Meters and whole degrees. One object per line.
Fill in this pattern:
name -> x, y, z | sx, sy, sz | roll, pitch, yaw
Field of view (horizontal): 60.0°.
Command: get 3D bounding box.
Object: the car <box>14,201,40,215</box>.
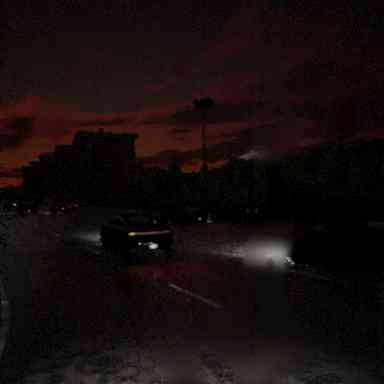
car -> -21.596, 2.111, 43.530 | 1.837, 1.490, 4.892 | -1, -1, -33

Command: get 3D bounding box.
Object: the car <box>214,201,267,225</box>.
car -> 3.354, 1.419, 24.768 | 2.097, 1.767, 4.553 | -1, 0, -33

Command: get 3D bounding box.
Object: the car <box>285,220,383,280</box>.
car -> 4.816, 1.529, 9.845 | 1.994, 1.385, 4.181 | -1, 0, -33

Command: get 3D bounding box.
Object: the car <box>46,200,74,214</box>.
car -> -17.157, 2.091, 43.159 | 1.994, 1.385, 4.181 | -1, 0, -33

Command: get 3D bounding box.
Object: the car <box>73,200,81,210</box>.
car -> -19.872, 2.230, 53.637 | 1.895, 1.301, 4.718 | -1, 0, -33

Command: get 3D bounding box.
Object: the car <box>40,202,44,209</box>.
car -> -28.903, 2.428, 60.763 | 1.895, 1.301, 4.718 | -1, 0, -34

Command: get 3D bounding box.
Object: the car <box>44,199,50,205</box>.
car -> -37.187, 2.628, 85.767 | 1.812, 1.442, 4.674 | -1, 0, -34

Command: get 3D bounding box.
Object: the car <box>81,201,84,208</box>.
car -> -21.939, 2.262, 63.110 | 2.033, 1.411, 5.357 | -1, 0, -34

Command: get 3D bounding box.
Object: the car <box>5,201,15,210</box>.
car -> -32.157, 2.382, 59.332 | 1.837, 1.490, 4.892 | -1, 0, -34

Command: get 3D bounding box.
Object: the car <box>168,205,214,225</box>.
car -> -0.719, 1.665, 24.588 | 1.812, 1.442, 4.674 | -1, 0, -33

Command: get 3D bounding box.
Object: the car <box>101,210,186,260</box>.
car -> -2.339, 1.601, 13.148 | 2.128, 1.511, 4.902 | -1, 0, -26
